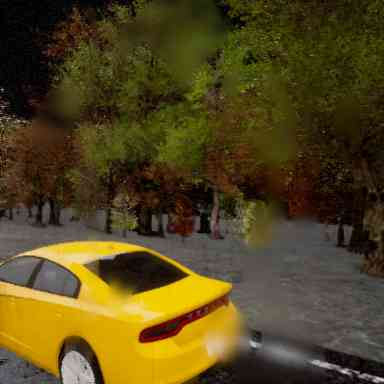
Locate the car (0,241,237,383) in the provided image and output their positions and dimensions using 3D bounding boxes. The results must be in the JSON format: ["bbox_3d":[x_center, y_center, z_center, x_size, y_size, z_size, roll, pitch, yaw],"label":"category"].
[{"bbox_3d":[-1.774,1.483,4.965,5.008,1.535,1.882,0,0,36],"label":"car"}]
